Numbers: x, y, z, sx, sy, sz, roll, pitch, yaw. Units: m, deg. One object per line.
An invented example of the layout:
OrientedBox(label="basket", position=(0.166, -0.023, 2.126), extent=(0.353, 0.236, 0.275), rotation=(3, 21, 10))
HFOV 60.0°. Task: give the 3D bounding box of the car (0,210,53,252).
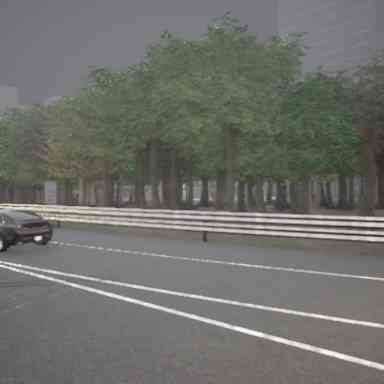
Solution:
OrientedBox(label="car", position=(-7.859, 1.514, 13.969), extent=(4.892, 1.490, 1.837), rotation=(0, 1, 33))
